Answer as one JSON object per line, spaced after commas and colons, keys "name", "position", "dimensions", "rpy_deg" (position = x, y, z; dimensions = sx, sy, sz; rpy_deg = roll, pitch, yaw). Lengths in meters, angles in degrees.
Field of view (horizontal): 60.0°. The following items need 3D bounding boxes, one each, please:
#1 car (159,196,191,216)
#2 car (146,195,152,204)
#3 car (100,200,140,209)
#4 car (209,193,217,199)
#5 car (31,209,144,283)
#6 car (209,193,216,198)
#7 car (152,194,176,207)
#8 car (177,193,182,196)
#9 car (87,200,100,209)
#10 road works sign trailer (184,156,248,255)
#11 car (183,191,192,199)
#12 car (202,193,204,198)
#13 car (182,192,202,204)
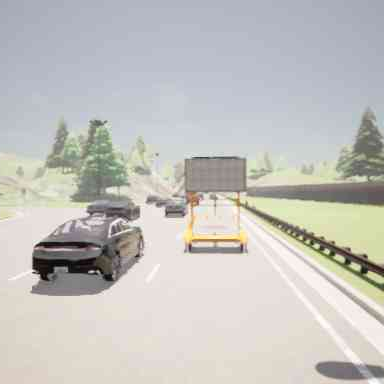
{"name": "car", "position": [-1.394, 1.430, 31.095], "dimensions": [2.033, 1.411, 5.357], "rpy_deg": [0, 0, 3]}
{"name": "car", "position": [-6.766, 1.310, 58.211], "dimensions": [1.837, 1.490, 4.892], "rpy_deg": [0, 0, 3]}
{"name": "car", "position": [-5.229, 1.431, 25.657], "dimensions": [1.837, 1.490, 4.892], "rpy_deg": [0, 0, 3]}
{"name": "car", "position": [5.232, 1.175, 84.300], "dimensions": [1.994, 1.385, 4.181], "rpy_deg": [0, 0, 3]}
{"name": "car", "position": [-2.692, 1.467, 9.641], "dimensions": [2.128, 1.511, 4.902], "rpy_deg": [0, 0, 3]}
{"name": "car", "position": [5.838, 0.981, 94.322], "dimensions": [1.882, 1.535, 5.008], "rpy_deg": [0, 0, 3]}
{"name": "car", "position": [-3.919, 1.380, 47.313], "dimensions": [2.033, 1.411, 5.357], "rpy_deg": [0, 0, 3]}
{"name": "car", "position": [-1.778, 1.188, 84.340], "dimensions": [2.128, 1.511, 4.902], "rpy_deg": [0, 0, 3]}
{"name": "car", "position": [-8.367, 1.467, 31.778], "dimensions": [2.033, 1.411, 5.357], "rpy_deg": [0, 0, 3]}
{"name": "road works sign trailer", "position": [0.916, 0.406, 13.080], "dimensions": [2.380, 3.560, 2.880], "rpy_deg": [0, 0, 3]}
{"name": "car", "position": [-1.149, 0.767, 94.774], "dimensions": [2.150, 2.045, 5.566], "rpy_deg": [0, 0, 3]}
{"name": "car", "position": [2.395, 1.105, 95.358], "dimensions": [1.837, 1.490, 4.892], "rpy_deg": [0, 0, 3]}
{"name": "car", "position": [0.111, 0.997, 55.975], "dimensions": [2.150, 2.045, 5.566], "rpy_deg": [0, 0, 3]}
